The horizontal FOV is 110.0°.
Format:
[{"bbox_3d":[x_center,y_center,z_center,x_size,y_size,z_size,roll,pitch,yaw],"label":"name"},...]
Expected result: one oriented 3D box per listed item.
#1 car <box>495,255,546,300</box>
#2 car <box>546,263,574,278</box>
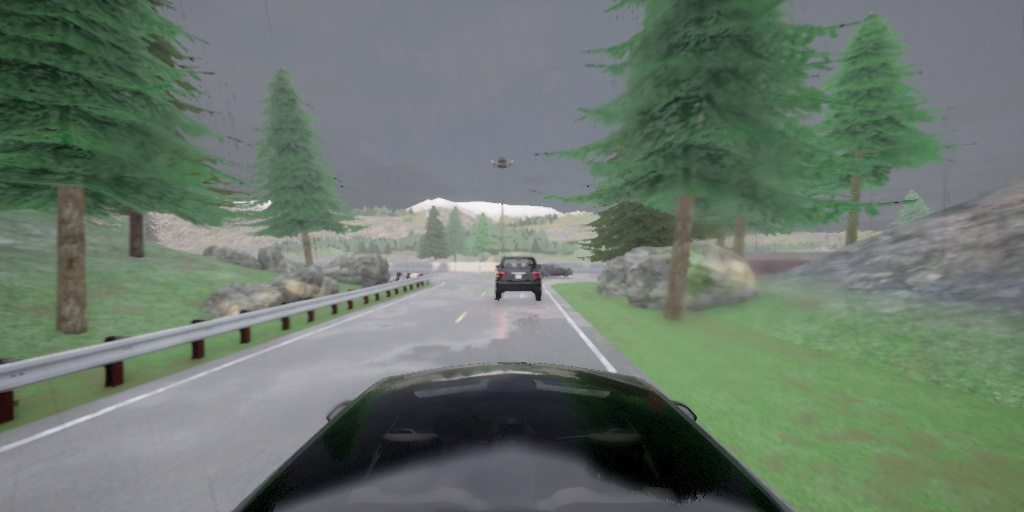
[{"bbox_3d":[0.318,1.005,18.166,2.150,2.045,5.566,0,0,1],"label":"car"},{"bbox_3d":[3.577,1.376,34.552,5.357,1.411,2.033,0,0,-38],"label":"car"}]
